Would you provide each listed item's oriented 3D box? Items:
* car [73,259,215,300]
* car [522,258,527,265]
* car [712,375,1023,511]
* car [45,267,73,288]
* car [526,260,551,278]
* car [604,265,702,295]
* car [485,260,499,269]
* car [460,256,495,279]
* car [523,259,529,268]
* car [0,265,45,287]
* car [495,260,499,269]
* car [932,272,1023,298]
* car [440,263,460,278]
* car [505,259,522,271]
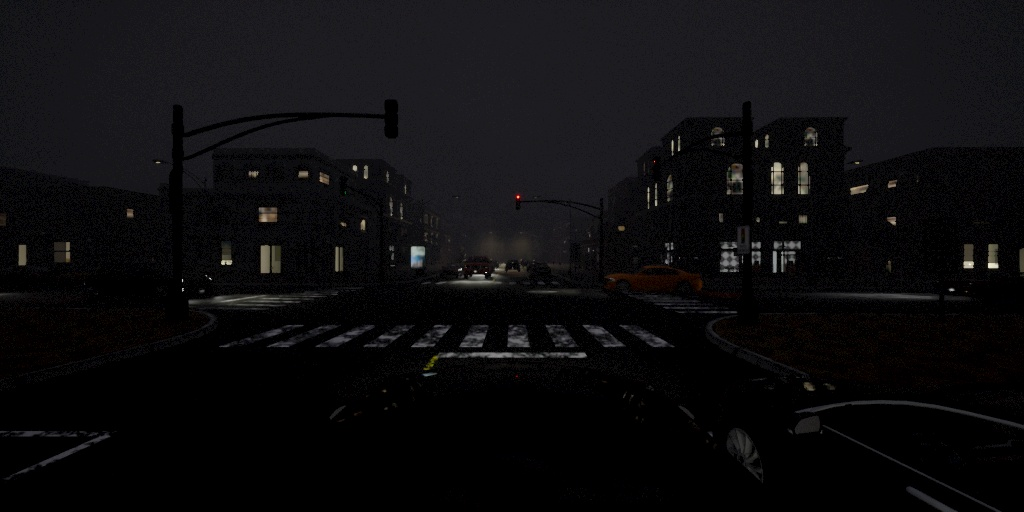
[{"bbox_3d":[-16.484,1.028,16.481,4.553,1.767,2.097,0,0,0],"label":"car"},{"bbox_3d":[2.679,1.309,61.593,2.007,1.370,4.403,0,0,0],"label":"car"},{"bbox_3d":[2.691,1.300,1.594,2.007,1.370,4.403,0,0,0],"label":"car"},{"bbox_3d":[-25.458,1.195,22.373,4.829,1.417,1.751,0,0,1],"label":"car"},{"bbox_3d":[2.684,1.318,33.984,1.948,1.339,4.313,0,0,0],"label":"car"},{"bbox_3d":[7.664,1.273,19.733,5.008,1.535,1.882,1,0,9],"label":"car"},{"bbox_3d":[-3.093,1.321,57.249,1.994,1.385,4.181,0,0,0],"label":"car"},{"bbox_3d":[-3.118,0.974,33.533,2.150,2.045,5.566,0,0,1],"label":"car"},{"bbox_3d":[2.682,1.336,45.026,1.802,1.307,4.207,0,0,0],"label":"car"},{"bbox_3d":[-30.824,1.228,22.455,4.207,1.307,1.802,0,0,1],"label":"car"},{"bbox_3d":[-3.102,1.245,43.953,2.128,1.511,4.902,0,0,1],"label":"car"},{"bbox_3d":[25.571,1.490,19.010,4.718,1.301,1.895,0,0,1],"label":"car"},{"bbox_3d":[-5.696,1.335,33.995,1.802,1.307,4.207,0,0,0],"label":"car"},{"bbox_3d":[0.090,1.259,48.214,1.837,1.490,4.892,0,0,0],"label":"car"}]
